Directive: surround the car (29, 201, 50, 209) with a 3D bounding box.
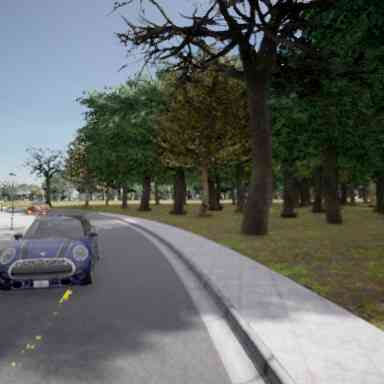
[{"bbox_3d":[-22.673,2.143,49.436,2.097,1.767,4.553,0,-1,-40],"label":"car"}]

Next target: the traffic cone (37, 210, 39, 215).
[{"bbox_3d":[-19.683,2.627,42.401,0.340,0.580,0.340,0,-1,-35],"label":"traffic cone"}]

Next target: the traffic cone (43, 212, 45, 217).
[{"bbox_3d":[-17.031,2.553,38.324,0.340,0.580,0.340,0,-1,-31],"label":"traffic cone"}]

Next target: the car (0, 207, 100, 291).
[{"bbox_3d":[-3.843,1.487,9.630,2.097,1.767,4.553,0,-1,-12],"label":"car"}]
